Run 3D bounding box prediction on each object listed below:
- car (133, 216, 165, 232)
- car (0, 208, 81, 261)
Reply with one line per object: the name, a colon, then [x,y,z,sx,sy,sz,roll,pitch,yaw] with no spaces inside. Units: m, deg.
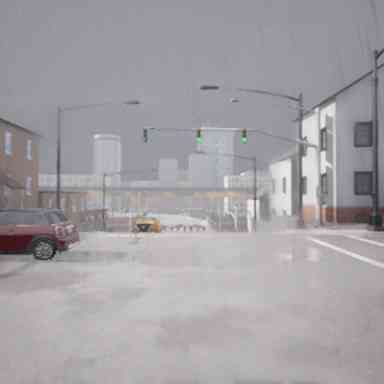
car: [-3.628,2.762,27.681,1.882,1.535,5.008,0,-9,1]
car: [-6.435,1.379,11.793,4.553,1.767,2.097,0,0,-1]
